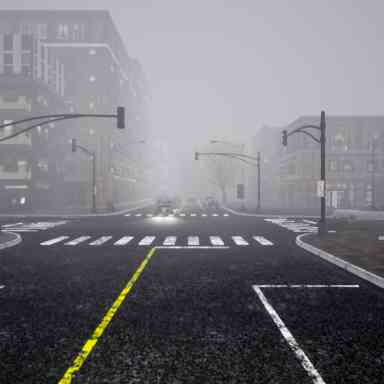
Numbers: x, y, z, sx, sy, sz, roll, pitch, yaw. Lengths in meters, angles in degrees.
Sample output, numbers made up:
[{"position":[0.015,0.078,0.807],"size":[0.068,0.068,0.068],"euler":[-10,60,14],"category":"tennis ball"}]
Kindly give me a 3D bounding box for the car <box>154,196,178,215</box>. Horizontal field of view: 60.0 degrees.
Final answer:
[{"position":[-2.843,1.512,33.963],"size":[2.128,1.511,4.902],"euler":[0,0,-5],"category":"car"}]

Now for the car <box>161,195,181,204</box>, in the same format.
[{"position":[-3.112,1.536,48.090],"size":[2.128,1.511,4.902],"euler":[0,0,0],"category":"car"}]

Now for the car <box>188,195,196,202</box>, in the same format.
[{"position":[-0.024,1.570,80.665],"size":[2.033,1.411,5.357],"euler":[0,0,0],"category":"car"}]

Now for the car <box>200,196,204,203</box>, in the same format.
[{"position":[2.674,1.487,49.174],"size":[1.967,1.590,4.097],"euler":[0,0,0],"category":"car"}]

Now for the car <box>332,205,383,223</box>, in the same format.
[{"position":[13.464,1.673,25.768],"size":[4.718,1.301,1.895],"euler":[0,0,0],"category":"car"}]

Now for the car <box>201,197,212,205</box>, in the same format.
[{"position":[2.671,1.650,60.567],"size":[1.802,1.307,4.206],"euler":[0,0,0],"category":"car"}]

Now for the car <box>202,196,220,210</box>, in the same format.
[{"position":[2.676,1.588,43.477],"size":[2.008,1.369,4.403],"euler":[0,0,0],"category":"car"}]

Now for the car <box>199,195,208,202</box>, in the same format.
[{"position":[2.665,1.550,77.658],"size":[1.967,1.590,4.097],"euler":[0,0,0],"category":"car"}]

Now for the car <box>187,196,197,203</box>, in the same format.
[{"position":[-0.021,1.638,70.658],"size":[1.994,1.385,4.181],"euler":[0,0,0],"category":"car"}]

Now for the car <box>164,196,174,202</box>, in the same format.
[{"position":[-5.717,1.677,83.353],"size":[2.008,1.369,4.403],"euler":[0,0,0],"category":"car"}]

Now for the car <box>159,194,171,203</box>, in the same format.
[{"position":[-5.714,1.410,71.960],"size":[2.192,1.841,5.009],"euler":[0,0,0],"category":"car"}]

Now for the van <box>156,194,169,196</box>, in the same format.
[{"position":[-5.710,1.410,60.566],"size":[1.690,1.788,3.998],"euler":[0,0,0],"category":"van"}]

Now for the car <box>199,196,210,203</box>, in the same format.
[{"position":[2.667,1.646,71.961],"size":[2.008,1.369,4.403],"euler":[0,0,0],"category":"car"}]

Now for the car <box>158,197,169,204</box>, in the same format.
[{"position":[-5.712,1.663,66.263],"size":[1.802,1.307,4.206],"euler":[0,0,0],"category":"car"}]
